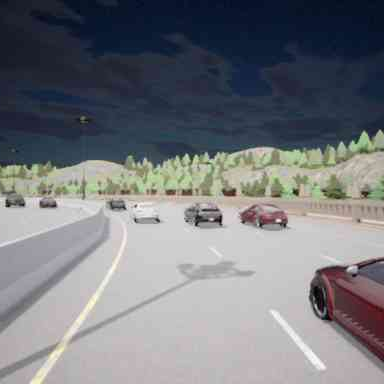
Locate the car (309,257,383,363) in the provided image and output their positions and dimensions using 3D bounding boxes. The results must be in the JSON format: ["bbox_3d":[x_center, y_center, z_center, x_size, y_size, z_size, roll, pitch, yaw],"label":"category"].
[{"bbox_3d":[3.270,1.548,4.629,1.994,1.385,4.181,0,0,-3],"label":"car"}]

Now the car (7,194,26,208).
[{"bbox_3d":[-26.562,1.294,50.127,2.150,2.045,5.566,0,0,-34],"label":"car"}]

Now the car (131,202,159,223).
[{"bbox_3d":[-3.705,1.524,25.880,1.812,1.442,4.674,0,0,-15],"label":"car"}]

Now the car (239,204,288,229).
[{"bbox_3d":[4.546,1.494,21.517,1.812,1.442,4.674,0,0,-12],"label":"car"}]

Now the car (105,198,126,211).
[{"bbox_3d":[-9.657,1.504,41.852,2.128,1.511,4.902,0,0,-25],"label":"car"}]

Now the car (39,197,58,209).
[{"bbox_3d":[-19.882,1.528,46.015,1.882,1.535,5.008,0,0,-30],"label":"car"}]

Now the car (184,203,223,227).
[{"bbox_3d":[0.679,1.475,22.823,2.128,1.511,4.902,0,0,-13],"label":"car"}]
